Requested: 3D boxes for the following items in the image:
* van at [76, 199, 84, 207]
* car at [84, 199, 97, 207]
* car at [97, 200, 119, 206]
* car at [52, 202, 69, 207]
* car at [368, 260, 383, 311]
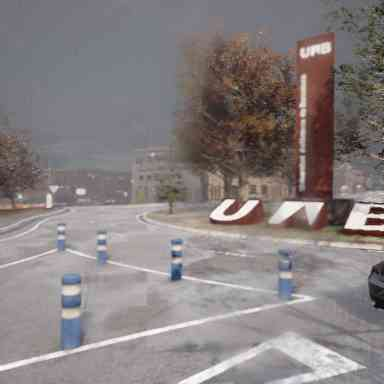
[{"bbox_3d":[-25.246,2.608,77.345,4.442,1.987,1.878,-4,-3,43],"label":"van"},{"bbox_3d":[-21.163,2.581,73.487,4.792,1.488,2.163,-4,-3,43],"label":"car"},{"bbox_3d":[-17.163,2.316,69.727,4.674,1.452,2.002,-4,-4,43],"label":"car"},{"bbox_3d":[-33.168,3.421,84.838,4.674,1.452,2.002,-4,-3,43],"label":"car"},{"bbox_3d":[5.387,1.500,6.049,4.892,1.490,1.837,0,0,-26],"label":"car"}]
